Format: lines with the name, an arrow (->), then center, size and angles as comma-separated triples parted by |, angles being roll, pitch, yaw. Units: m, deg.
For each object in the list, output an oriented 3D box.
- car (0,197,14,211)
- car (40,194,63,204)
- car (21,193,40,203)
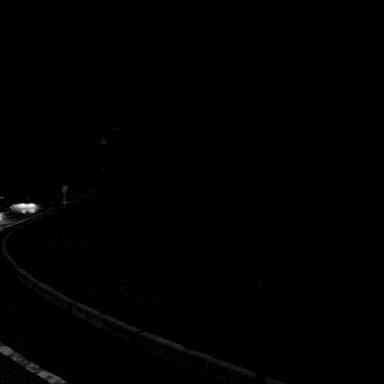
car -> -20.002, 1.228, 34.252 | 1.895, 1.301, 4.718 | 1, 1, -14
car -> -19.997, 0.998, 48.170 | 2.033, 1.411, 5.357 | 1, 1, -14
car -> -23.705, 0.855, 49.066 | 2.128, 1.511, 4.902 | 1, 1, -13
